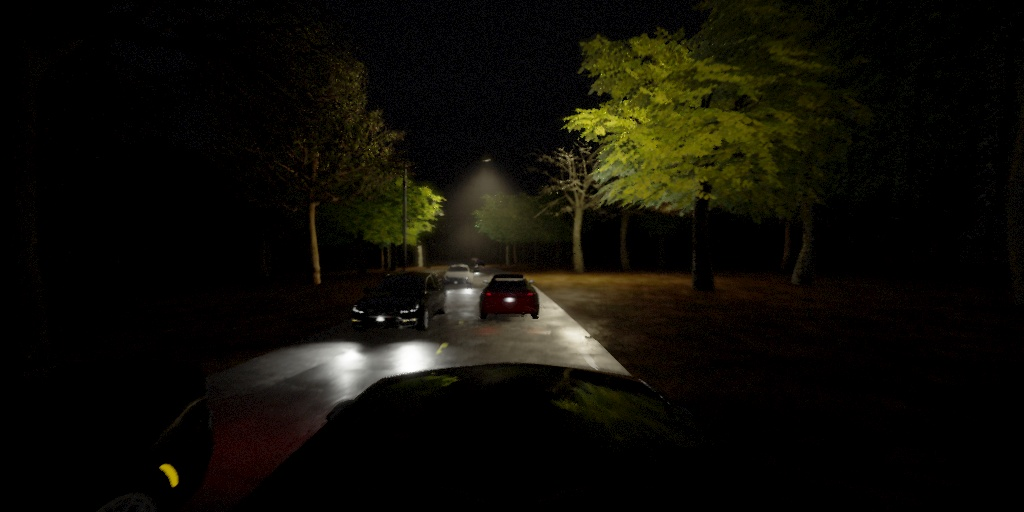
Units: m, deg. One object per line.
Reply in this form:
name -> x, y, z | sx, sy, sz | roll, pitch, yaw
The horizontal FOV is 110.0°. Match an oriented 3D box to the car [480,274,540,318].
car -> -0.115, 1.335, 13.104 | 1.994, 1.385, 4.181 | 0, 0, -1

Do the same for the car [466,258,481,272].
car -> -5.604, 1.313, 48.655 | 2.097, 1.767, 4.553 | 0, 0, -7

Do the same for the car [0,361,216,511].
car -> -3.179, 1.216, 0.567 | 1.882, 1.535, 5.008 | 0, 0, 1

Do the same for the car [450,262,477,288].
car -> -3.631, 1.346, 24.691 | 1.812, 1.442, 4.674 | 0, 0, -3

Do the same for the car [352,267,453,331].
car -> -3.187, 1.261, 11.012 | 1.837, 1.490, 4.892 | 0, 0, -1
